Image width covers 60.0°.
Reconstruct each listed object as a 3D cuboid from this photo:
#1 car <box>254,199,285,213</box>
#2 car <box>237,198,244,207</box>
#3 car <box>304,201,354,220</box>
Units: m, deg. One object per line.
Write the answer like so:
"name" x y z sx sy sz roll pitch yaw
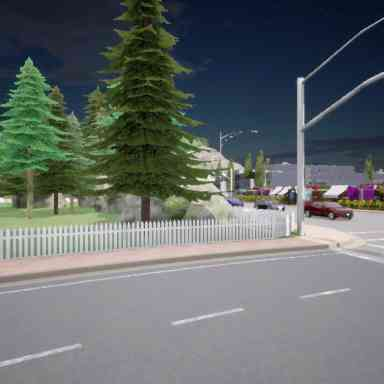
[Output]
"car" 8.909 1.547 38.510 2.128 1.511 4.902 0 0 -17
"car" 5.923 1.533 48.539 1.882 1.535 5.008 0 0 -16
"car" 11.762 1.533 28.967 1.882 1.535 5.008 0 0 -17
